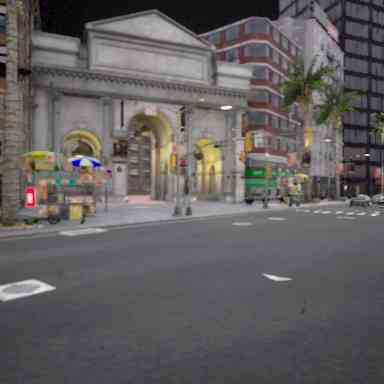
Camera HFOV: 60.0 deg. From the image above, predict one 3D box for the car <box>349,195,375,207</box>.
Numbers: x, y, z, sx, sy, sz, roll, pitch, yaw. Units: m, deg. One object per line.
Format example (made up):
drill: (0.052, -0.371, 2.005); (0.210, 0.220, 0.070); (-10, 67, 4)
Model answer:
car: (22.190, 1.187, 43.817); (1.837, 1.490, 4.892); (1, 1, 40)

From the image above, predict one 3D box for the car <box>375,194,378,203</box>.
car: (28.520, 1.158, 51.412); (1.837, 1.490, 4.892); (1, 1, 40)

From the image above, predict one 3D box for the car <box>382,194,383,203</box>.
car: (35.607, 1.148, 58.725); (4.902, 1.511, 2.128); (0, 1, -41)

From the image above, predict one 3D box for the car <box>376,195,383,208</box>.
car: (24.868, 1.338, 41.567); (1.895, 1.301, 4.718); (1, 1, 40)
